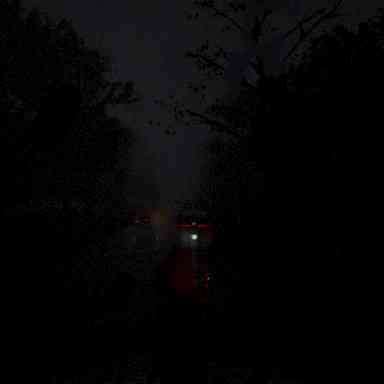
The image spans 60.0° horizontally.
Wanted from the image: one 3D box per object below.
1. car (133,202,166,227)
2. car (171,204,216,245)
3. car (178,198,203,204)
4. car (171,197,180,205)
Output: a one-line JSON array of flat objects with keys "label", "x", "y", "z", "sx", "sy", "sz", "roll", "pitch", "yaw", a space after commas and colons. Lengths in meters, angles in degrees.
[{"label": "car", "x": -2.883, "y": 1.479, "z": 23.306, "sx": 1.882, "sy": 1.535, "sz": 5.008, "roll": 0, "pitch": 0, "yaw": 0}, {"label": "car", "x": 0.085, "y": 1.506, "z": 15.492, "sx": 1.837, "sy": 1.490, "sz": 4.892, "roll": 0, "pitch": 0, "yaw": 0}, {"label": "car", "x": 0.033, "y": 1.494, "z": 32.344, "sx": 2.128, "sy": 1.511, "sz": 4.902, "roll": 0, "pitch": 0, "yaw": 0}, {"label": "car", "x": -3.045, "y": 1.700, "z": 64.657, "sx": 1.882, "sy": 1.535, "sz": 5.008, "roll": 0, "pitch": -1, "yaw": 0}]
